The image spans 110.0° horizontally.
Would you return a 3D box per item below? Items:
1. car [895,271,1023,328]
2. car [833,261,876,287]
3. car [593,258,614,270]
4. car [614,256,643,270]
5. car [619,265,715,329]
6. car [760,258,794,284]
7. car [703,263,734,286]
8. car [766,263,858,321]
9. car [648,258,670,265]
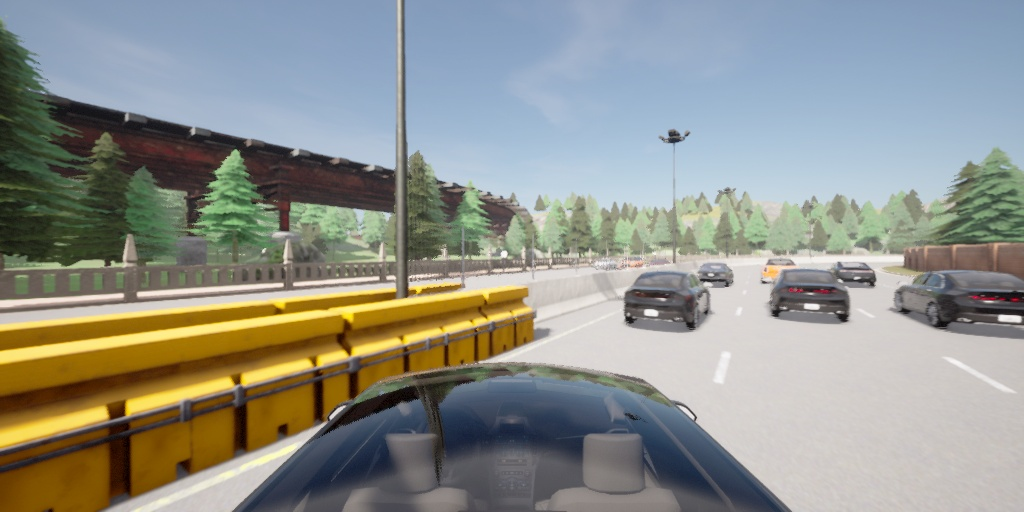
[{"bbox_3d":[12.770,1.163,10.203,1.837,1.490,4.892,0,1,35],"label":"car"},{"bbox_3d":[21.194,1.055,22.602,2.128,1.511,4.902,0,0,35],"label":"car"},{"bbox_3d":[12.112,1.011,46.659,1.812,1.442,4.674,0,0,36],"label":"car"},{"bbox_3d":[14.708,0.838,44.249,2.097,1.767,4.553,0,0,36],"label":"car"},{"bbox_3d":[4.918,1.190,11.148,1.837,1.490,4.892,0,0,35],"label":"car"},{"bbox_3d":[18.128,0.918,24.320,2.097,1.767,4.553,0,0,35],"label":"car"},{"bbox_3d":[13.286,1.139,23.465,2.033,1.411,5.357,0,0,35],"label":"car"},{"bbox_3d":[9.873,1.165,12.168,1.837,1.490,4.892,0,1,35],"label":"car"},{"bbox_3d":[17.102,1.015,41.608,1.812,1.442,4.674,0,0,36],"label":"car"}]
